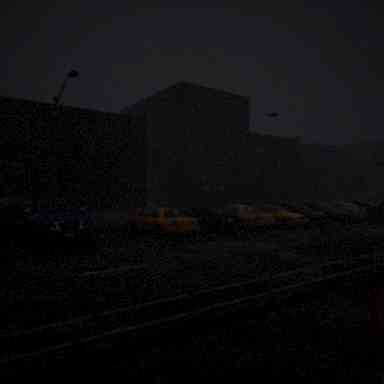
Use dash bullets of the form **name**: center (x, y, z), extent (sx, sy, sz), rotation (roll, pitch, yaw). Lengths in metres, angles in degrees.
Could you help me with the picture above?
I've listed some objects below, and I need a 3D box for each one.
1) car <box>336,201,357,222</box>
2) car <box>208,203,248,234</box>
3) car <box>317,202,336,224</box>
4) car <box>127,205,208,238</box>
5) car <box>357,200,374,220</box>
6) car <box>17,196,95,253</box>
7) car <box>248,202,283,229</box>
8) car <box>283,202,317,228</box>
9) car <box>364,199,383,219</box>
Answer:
- **car**: center (9.633, 1.526, 25.651), extent (2.163, 1.488, 4.792), rotation (0, 0, -36)
- **car**: center (0.635, 1.509, 19.268), extent (2.163, 1.488, 4.792), rotation (0, 0, -36)
- **car**: center (7.393, 1.520, 24.046), extent (2.163, 1.488, 4.792), rotation (0, 0, -36)
- **car**: center (-1.696, 1.475, 17.784), extent (1.946, 1.575, 5.366), rotation (0, 0, -36)
- **car**: center (11.830, 1.544, 27.258), extent (2.002, 1.452, 4.674), rotation (0, 0, -36)
- **car**: center (-6.046, 1.229, 14.391), extent (2.435, 2.045, 5.566), rotation (0, 0, -36)
- **car**: center (2.781, 1.479, 21.005), extent (1.946, 1.575, 5.366), rotation (0, 0, -36)
- **car**: center (5.243, 1.483, 22.314), extent (1.946, 1.575, 5.366), rotation (0, 0, -36)
- **car**: center (14.082, 1.541, 28.912), extent (2.163, 1.488, 4.792), rotation (0, 0, -36)
